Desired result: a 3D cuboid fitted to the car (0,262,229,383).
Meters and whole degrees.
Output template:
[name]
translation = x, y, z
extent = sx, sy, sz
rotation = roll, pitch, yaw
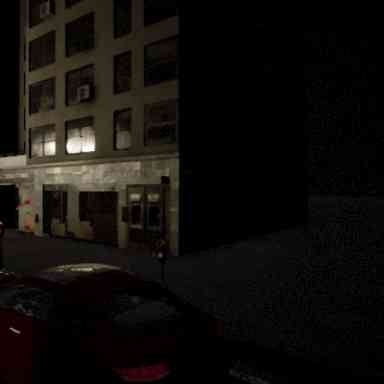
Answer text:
[car]
translation = -1.559, 1.572, 4.192
extent = 4.206, 1.307, 1.802
rotation = 0, 0, 35
